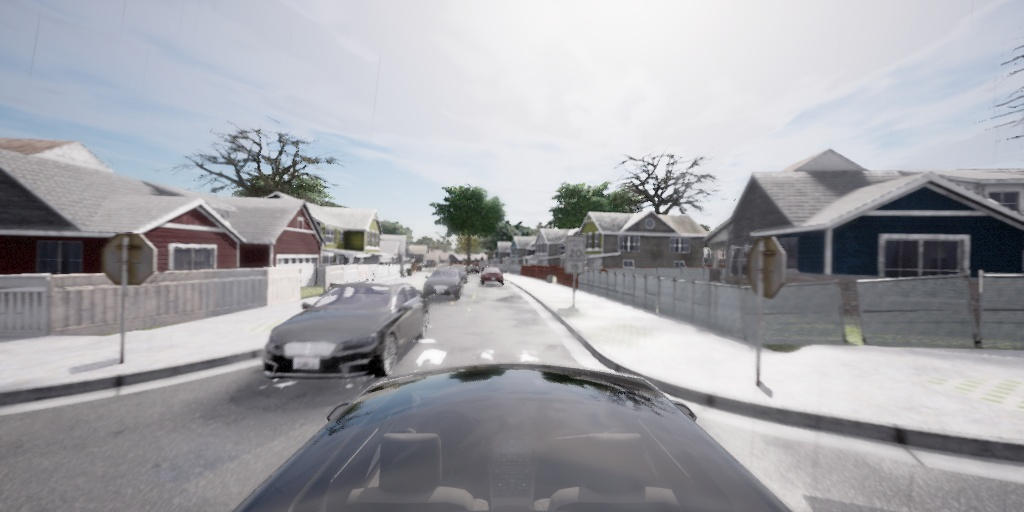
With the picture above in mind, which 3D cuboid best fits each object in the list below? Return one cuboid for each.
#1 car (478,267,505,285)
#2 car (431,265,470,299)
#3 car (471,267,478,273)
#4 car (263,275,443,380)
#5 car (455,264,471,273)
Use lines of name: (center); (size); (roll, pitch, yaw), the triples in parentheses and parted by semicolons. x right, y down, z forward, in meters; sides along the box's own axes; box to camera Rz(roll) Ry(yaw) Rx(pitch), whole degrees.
car: (-1.773, 1.702, 31.353); (1.812, 1.442, 4.674); (1, -1, -7)
car: (-3.609, 1.458, 19.662); (2.128, 1.511, 4.902); (1, -1, -4)
car: (-6.407, 2.215, 58.041); (1.895, 1.301, 4.718); (1, -1, -13)
car: (-2.994, 1.296, 7.532); (2.128, 1.511, 4.902); (1, -1, -2)
car: (-4.843, 1.652, 32.092); (1.812, 1.442, 4.674); (1, -1, -7)
